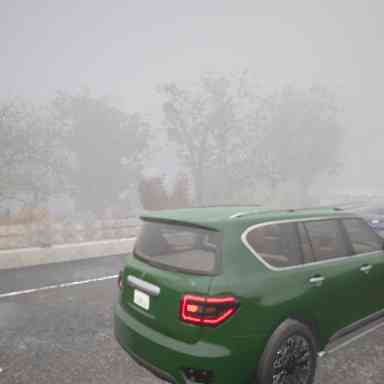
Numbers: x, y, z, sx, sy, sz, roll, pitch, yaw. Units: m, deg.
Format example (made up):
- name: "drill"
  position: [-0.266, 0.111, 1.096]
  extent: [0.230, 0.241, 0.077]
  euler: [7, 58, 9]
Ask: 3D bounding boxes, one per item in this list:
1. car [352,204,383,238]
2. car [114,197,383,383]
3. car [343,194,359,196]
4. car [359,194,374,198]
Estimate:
- name: "car"
  position: [10.713, 1.486, 18.096]
  extent: [2.033, 1.411, 5.357]
  euler: [0, 0, 44]
- name: "car"
  position: [1.586, 1.214, 5.153]
  extent: [5.566, 2.045, 2.150]
  euler: [0, 0, -38]
- name: "car"
  position: [40.201, 1.237, 85.380]
  extent: [1.837, 1.490, 4.892]
  euler: [0, 0, 1]
- name: "car"
  position: [43.695, 1.211, 85.171]
  extent: [1.837, 1.490, 4.892]
  euler: [0, 0, 1]
